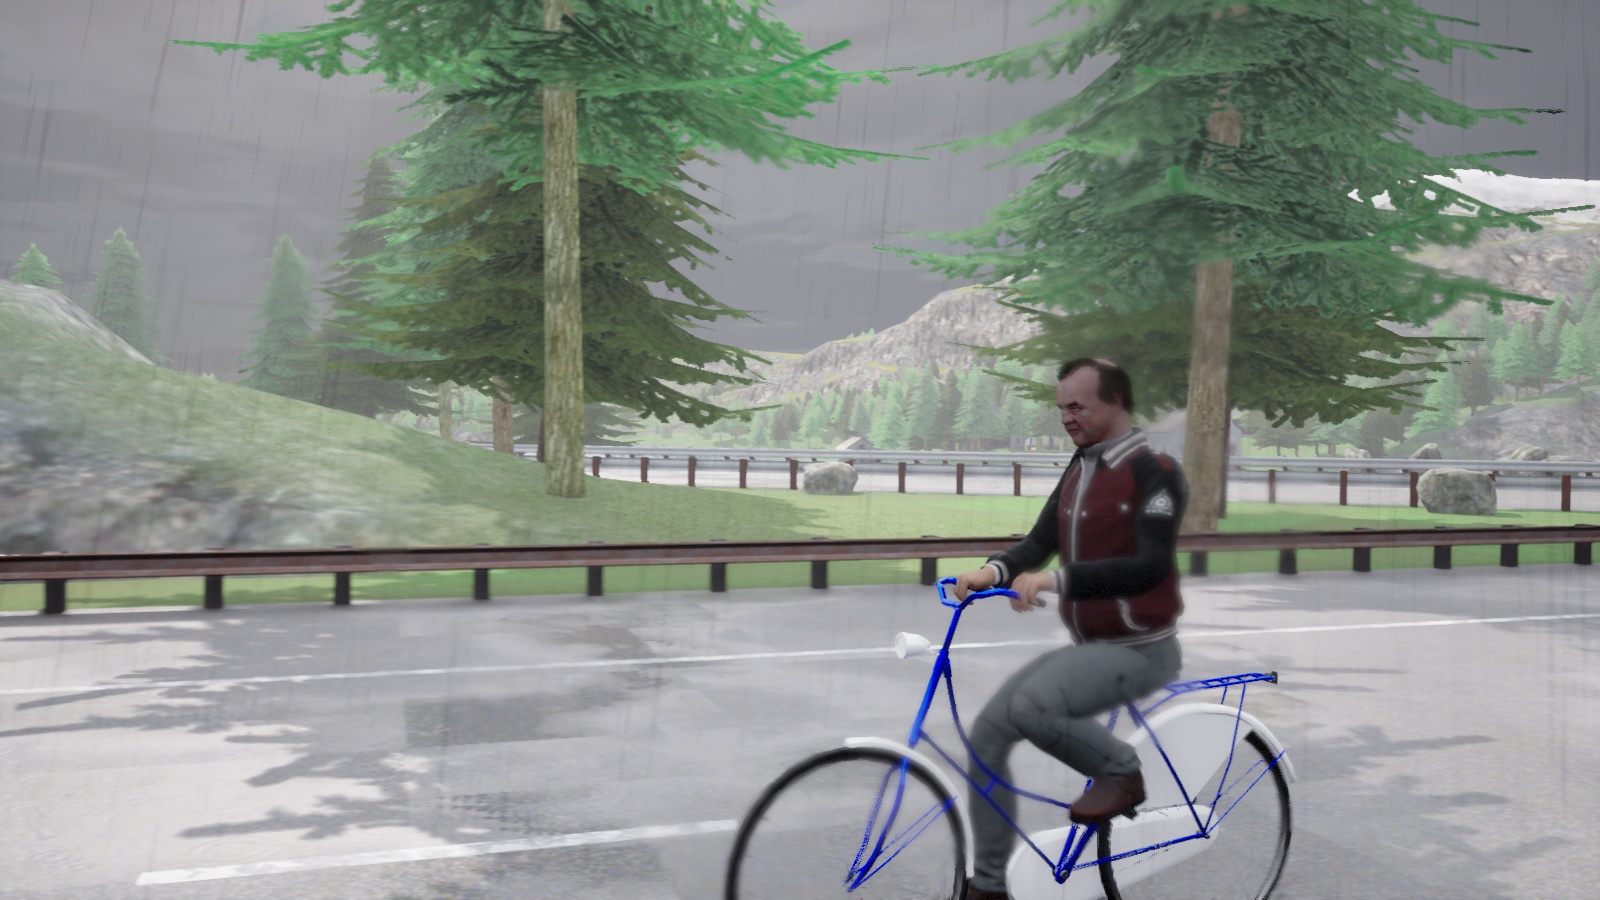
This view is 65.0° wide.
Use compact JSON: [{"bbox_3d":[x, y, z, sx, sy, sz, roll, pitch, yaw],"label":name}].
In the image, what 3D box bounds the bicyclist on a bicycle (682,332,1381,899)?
[{"bbox_3d":[0.661,0.606,3.514,1.843,1.776,0.659,-1,1,-22],"label":"bicyclist on a bicycle"}]
